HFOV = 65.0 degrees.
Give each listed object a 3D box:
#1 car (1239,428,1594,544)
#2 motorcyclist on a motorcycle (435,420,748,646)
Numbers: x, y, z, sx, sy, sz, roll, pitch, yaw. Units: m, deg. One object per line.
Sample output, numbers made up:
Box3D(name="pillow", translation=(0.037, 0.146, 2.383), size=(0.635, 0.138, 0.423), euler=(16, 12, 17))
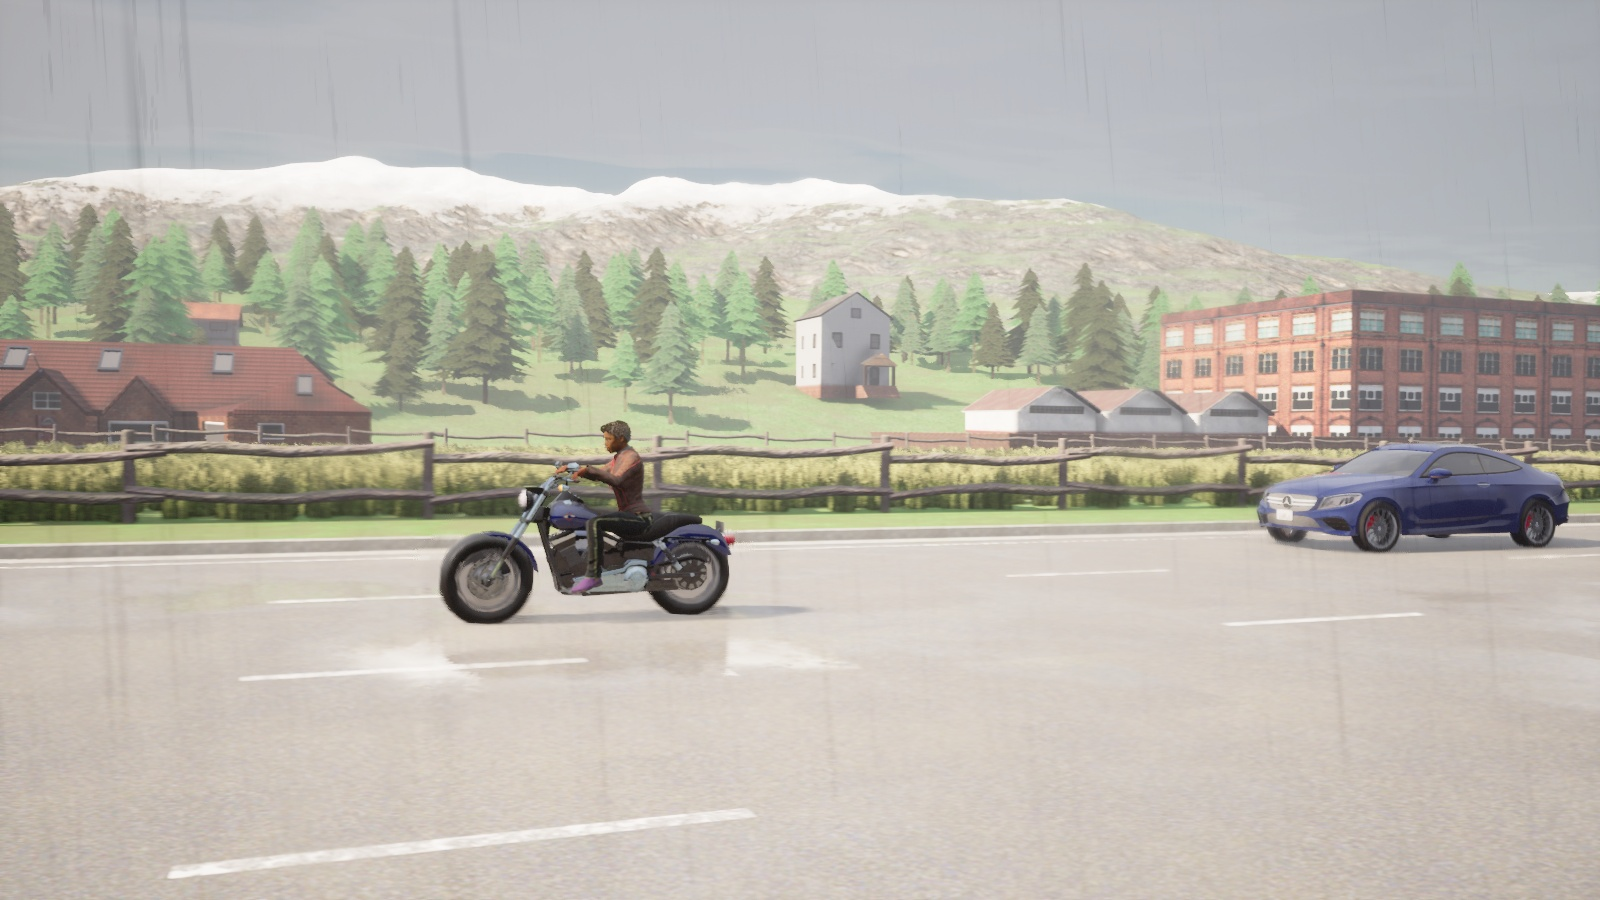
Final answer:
Box3D(name="car", translation=(8.734, 0.440, 17.786), size=(4.674, 1.442, 1.812), euler=(-1, 1, -21))
Box3D(name="motorcyclist on a motorcycle", translation=(-1.670, 0.602, 10.092), size=(2.350, 1.649, 0.766), euler=(-1, 1, -21))
